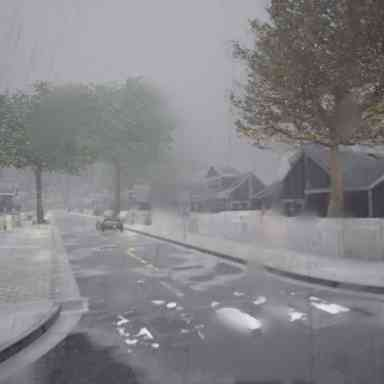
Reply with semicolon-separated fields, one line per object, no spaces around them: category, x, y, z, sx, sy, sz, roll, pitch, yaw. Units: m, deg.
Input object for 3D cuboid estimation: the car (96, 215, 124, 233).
car;-7.495;2.811;30.158;2.128;1.511;4.902;0;-3;-23
